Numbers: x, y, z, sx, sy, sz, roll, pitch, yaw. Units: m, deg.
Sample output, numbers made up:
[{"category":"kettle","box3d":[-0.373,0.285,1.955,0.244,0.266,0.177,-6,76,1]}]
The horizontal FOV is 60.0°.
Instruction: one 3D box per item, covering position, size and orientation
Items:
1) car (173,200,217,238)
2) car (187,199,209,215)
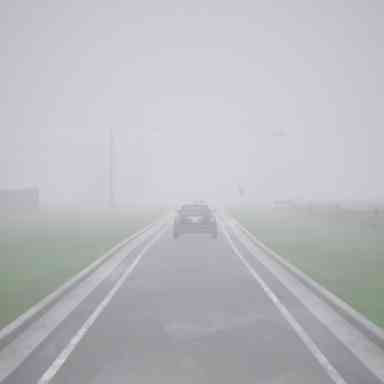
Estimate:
[{"category":"car","box3d":[0.194,1.336,17.586,2.097,1.767,4.553,0,0,1]},{"category":"car","box3d":[0.745,1.513,35.145,2.033,1.411,5.357,0,0,4]}]
